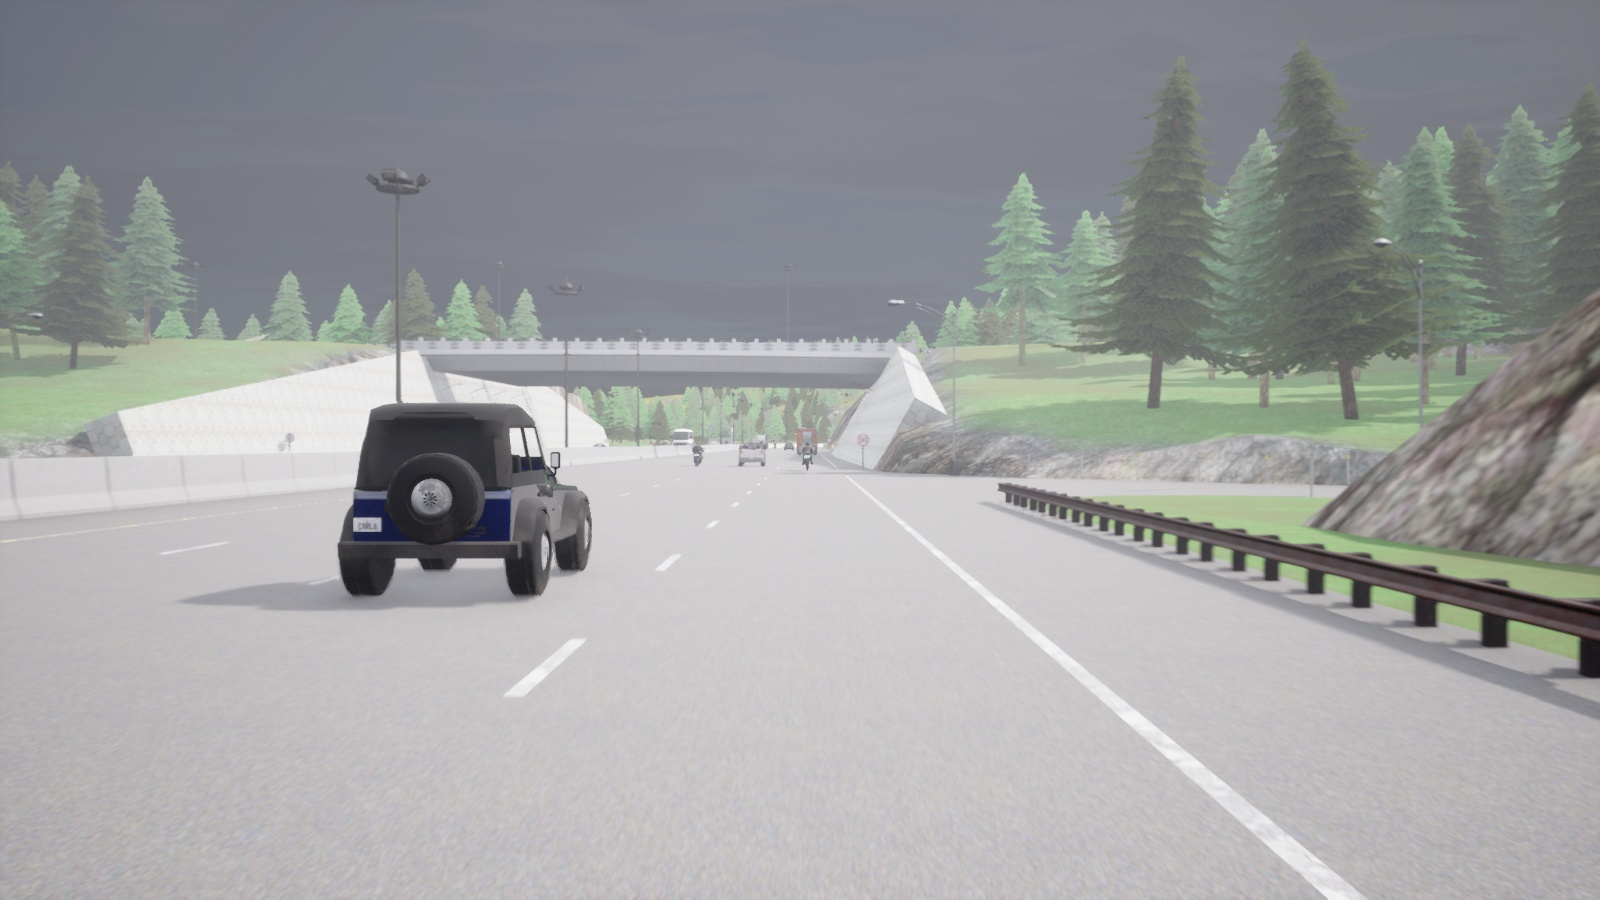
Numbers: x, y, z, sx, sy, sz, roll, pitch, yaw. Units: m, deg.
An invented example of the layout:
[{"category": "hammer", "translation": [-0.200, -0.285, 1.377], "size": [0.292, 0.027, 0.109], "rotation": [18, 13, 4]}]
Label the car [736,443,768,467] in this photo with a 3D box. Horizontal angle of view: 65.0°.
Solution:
[{"category": "car", "translation": [-3.030, 0.300, 79.998], "size": [1.845, 1.501, 3.633], "rotation": [0, 0, 0]}]

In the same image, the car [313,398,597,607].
[{"category": "car", "translation": [-3.410, 0.464, 13.217], "size": [1.905, 1.878, 3.866], "rotation": [0, 0, 0]}]
